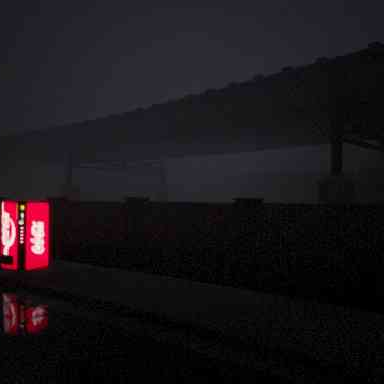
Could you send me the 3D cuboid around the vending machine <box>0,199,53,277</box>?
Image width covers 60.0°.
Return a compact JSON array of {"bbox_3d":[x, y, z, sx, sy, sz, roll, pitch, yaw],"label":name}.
[{"bbox_3d":[-4.841,1.247,9.702,0.880,2.100,1.100,0,-1,30],"label":"vending machine"}]
